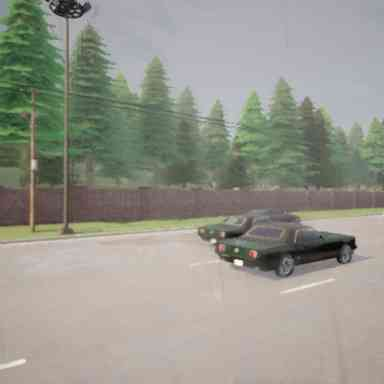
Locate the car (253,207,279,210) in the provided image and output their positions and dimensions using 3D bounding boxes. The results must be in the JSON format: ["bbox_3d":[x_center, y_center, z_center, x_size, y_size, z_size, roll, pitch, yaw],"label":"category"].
[{"bbox_3d":[4.690,1.605,19.994,4.181,1.385,1.994,0,0,-36],"label":"car"}]

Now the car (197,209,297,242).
[{"bbox_3d":[2.638,1.628,14.232,4.718,1.301,1.895,0,0,-36],"label":"car"}]

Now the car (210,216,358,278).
[{"bbox_3d":[3.063,1.623,10.234,4.718,1.301,1.895,0,0,-36],"label":"car"}]
